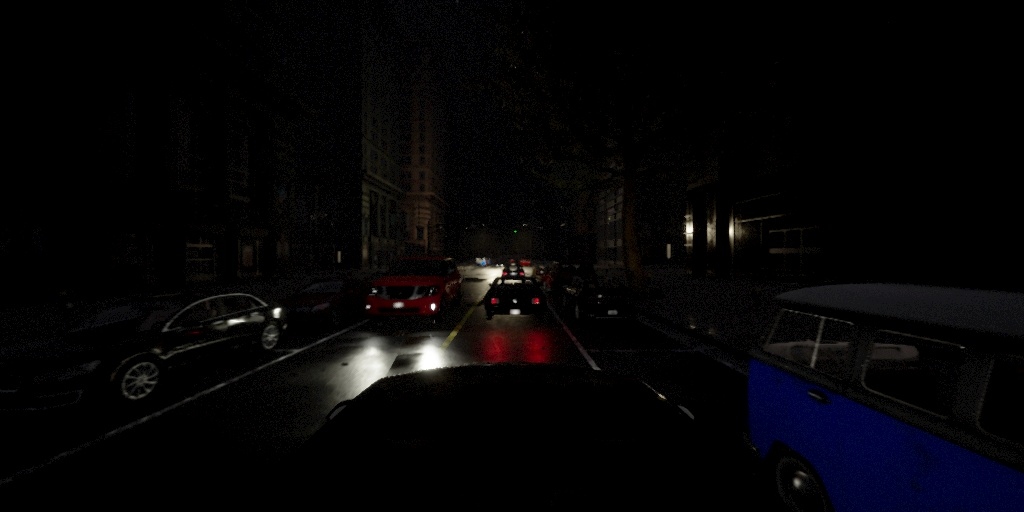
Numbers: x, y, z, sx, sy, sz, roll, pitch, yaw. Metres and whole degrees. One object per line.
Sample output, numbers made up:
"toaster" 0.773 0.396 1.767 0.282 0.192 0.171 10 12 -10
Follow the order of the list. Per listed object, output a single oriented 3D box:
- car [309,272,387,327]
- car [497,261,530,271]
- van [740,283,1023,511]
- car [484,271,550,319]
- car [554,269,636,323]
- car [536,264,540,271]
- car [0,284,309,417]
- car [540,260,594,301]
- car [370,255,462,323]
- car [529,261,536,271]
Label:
"car" -5.765 1.346 11.527 1.802 1.307 4.207 0 0 0
"car" 0.094 1.340 27.984 2.033 1.411 5.357 0 0 0
"van" 2.763 1.090 1.431 1.690 1.789 3.998 0 0 0
"car" 0.097 1.367 12.818 1.895 1.301 4.718 0 0 0
"car" 2.760 1.316 12.008 2.007 1.370 4.403 0 0 0
"car" 2.757 1.328 22.586 1.888 1.381 4.507 0 0 0
"car" -5.764 1.307 6.114 2.007 1.370 4.403 0 0 0
"car" 2.759 1.088 17.297 2.192 1.841 5.009 0 0 0
"car" -3.103 0.988 12.559 2.150 2.045 5.566 0 0 0
"car" 2.761 1.329 33.336 1.751 1.417 4.829 0 0 0
